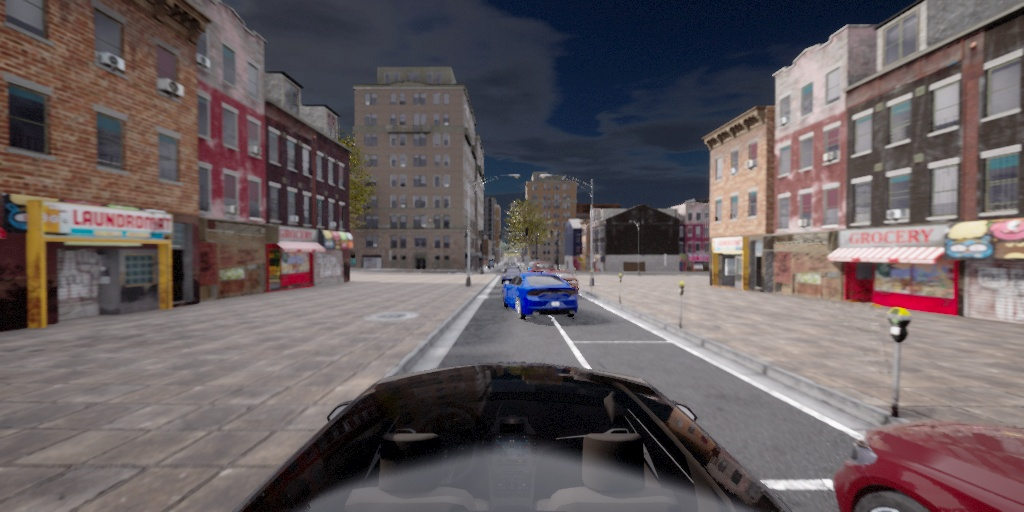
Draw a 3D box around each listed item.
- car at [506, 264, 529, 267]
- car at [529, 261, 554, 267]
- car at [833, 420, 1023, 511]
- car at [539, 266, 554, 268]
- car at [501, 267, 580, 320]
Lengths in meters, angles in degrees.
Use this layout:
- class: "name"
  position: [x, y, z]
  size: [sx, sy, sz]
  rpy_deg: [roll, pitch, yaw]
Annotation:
- class: "car"
  position: [0.092, 1.629, 30.203]
  size: [1.994, 1.385, 4.181]
  rpy_deg: [0, -1, 0]
- class: "car"
  position: [2.642, 1.386, 30.611]
  size: [2.192, 1.841, 5.009]
  rpy_deg: [0, 0, 0]
- class: "car"
  position: [3.022, 1.264, 0.366]
  size: [1.812, 1.442, 4.674]
  rpy_deg: [0, -1, 0]
- class: "car"
  position: [2.639, 1.486, 20.033]
  size: [1.888, 1.381, 4.507]
  rpy_deg: [0, 0, 0]
- class: "car"
  position: [0.864, 1.344, 13.410]
  size: [1.882, 1.535, 5.008]
  rpy_deg: [0, -1, -11]
